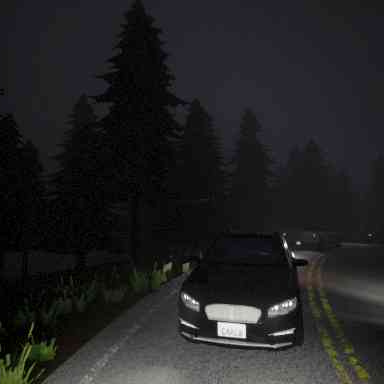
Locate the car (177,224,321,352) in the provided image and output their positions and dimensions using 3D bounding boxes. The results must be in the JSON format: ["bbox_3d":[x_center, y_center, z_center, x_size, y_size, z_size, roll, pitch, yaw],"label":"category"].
[{"bbox_3d":[1.138,1.562,6.623,2.128,1.511,4.902,-1,-2,15],"label":"car"}]

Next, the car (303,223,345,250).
[{"bbox_3d":[6.523,2.310,17.729,1.895,1.301,4.718,-3,-6,39],"label":"car"}]

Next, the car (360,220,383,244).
[{"bbox_3d":[15.890,3.228,26.480,5.566,2.045,2.150,8,-8,-28],"label":"car"}]

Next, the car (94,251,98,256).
[{"bbox_3d":[-20.222,13.650,73.003,4.181,1.381,1.994,-2,-5,31],"label":"car"}]
